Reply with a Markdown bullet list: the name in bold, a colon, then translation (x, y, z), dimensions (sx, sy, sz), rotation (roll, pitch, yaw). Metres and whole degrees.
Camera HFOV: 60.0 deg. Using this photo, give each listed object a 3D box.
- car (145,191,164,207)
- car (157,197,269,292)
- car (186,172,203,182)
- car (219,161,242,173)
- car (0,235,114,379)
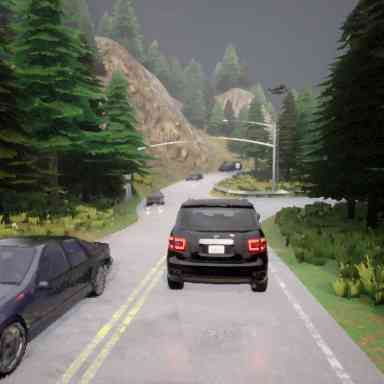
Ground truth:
- **car**: translation (-3.926, 0.658, 35.202), dimensions (2.033, 1.411, 5.357), rotation (-4, 5, -5)
- **car**: translation (0.705, 1.172, 9.001), dimensions (2.150, 2.045, 5.566), rotation (0, 0, 5)
- **car**: translation (0.421, -2.534, 55.259), dimensions (1.994, 1.385, 4.181), rotation (2, 10, 19)
- **car**: translation (7.846, -5.109, 67.917), dimensions (5.566, 2.045, 2.150), rotation (-12, 11, -43)
- **car**: translation (-2.936, 1.509, 5.750), dimensions (2.033, 1.411, 5.357), rotation (0, 0, 5)
